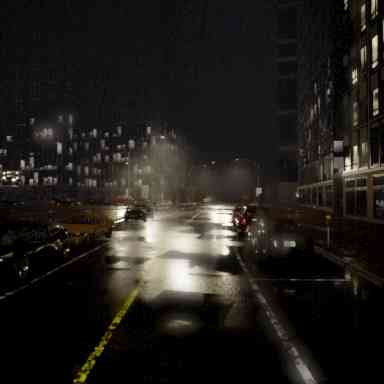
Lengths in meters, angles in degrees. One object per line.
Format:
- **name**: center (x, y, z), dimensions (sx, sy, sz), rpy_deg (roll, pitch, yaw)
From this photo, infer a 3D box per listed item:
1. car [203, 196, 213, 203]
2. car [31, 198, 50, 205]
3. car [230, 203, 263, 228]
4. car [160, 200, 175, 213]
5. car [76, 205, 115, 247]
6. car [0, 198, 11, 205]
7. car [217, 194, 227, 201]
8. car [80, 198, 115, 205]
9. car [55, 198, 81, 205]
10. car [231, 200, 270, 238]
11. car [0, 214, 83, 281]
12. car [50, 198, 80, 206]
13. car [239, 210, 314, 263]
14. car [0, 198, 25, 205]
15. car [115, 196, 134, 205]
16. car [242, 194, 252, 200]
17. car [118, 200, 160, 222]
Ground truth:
- **car**: center (3.602, 1.675, 73.806), dimensions (1.752, 1.417, 4.829), rpy_deg (1, 0, 14)
- **car**: center (-29.499, 1.893, 65.947), dimensions (4.829, 1.417, 1.752), rpy_deg (0, -1, 15)
- **car**: center (3.666, 1.557, 23.212), dimensions (1.887, 1.381, 4.507), rpy_deg (1, 0, 5)
- **car**: center (-2.983, 1.595, 37.153), dimensions (2.008, 1.369, 4.403), rpy_deg (1, 0, 7)
- **car**: center (-4.884, 1.540, 15.297), dimensions (1.752, 1.417, 4.829), rpy_deg (1, 0, 3)
- **car**: center (-40.125, 1.989, 68.866), dimensions (4.403, 1.369, 2.008), rpy_deg (0, -1, 15)
- **car**: center (8.166, 1.530, 89.895), dimensions (2.192, 1.841, 5.009), rpy_deg (1, 0, 16)
- **car**: center (-15.232, 1.675, 53.857), dimensions (4.313, 1.339, 1.947), rpy_deg (0, -1, 15)
- **car**: center (-23.941, 1.882, 64.420), dimensions (4.403, 1.369, 2.008), rpy_deg (0, -1, 15)
- **car**: center (3.275, 1.449, 17.583), dimensions (1.967, 1.590, 4.097), rpy_deg (1, 0, 4)
- **car**: center (-5.116, 1.574, 9.973), dimensions (1.947, 1.339, 4.313), rpy_deg (1, 0, 2)
- **car**: center (-20.624, 1.695, 55.338), dimensions (4.403, 1.369, 2.008), rpy_deg (0, -1, 15)
- **car**: center (2.981, 1.571, 11.903), dimensions (1.947, 1.339, 4.313), rpy_deg (1, 0, 2)
- **car**: center (-31.408, 1.767, 58.301), dimensions (4.403, 1.369, 2.008), rpy_deg (0, -1, 15)
- **car**: center (-13.152, 1.575, 61.461), dimensions (5.009, 1.841, 2.192), rpy_deg (0, -1, 15)
- **car**: center (12.603, 1.440, 76.045), dimensions (2.192, 1.841, 5.009), rpy_deg (1, 0, 15)
- **car**: center (-4.114, 1.578, 26.396), dimensions (2.008, 1.369, 4.403), rpy_deg (1, 0, 5)
